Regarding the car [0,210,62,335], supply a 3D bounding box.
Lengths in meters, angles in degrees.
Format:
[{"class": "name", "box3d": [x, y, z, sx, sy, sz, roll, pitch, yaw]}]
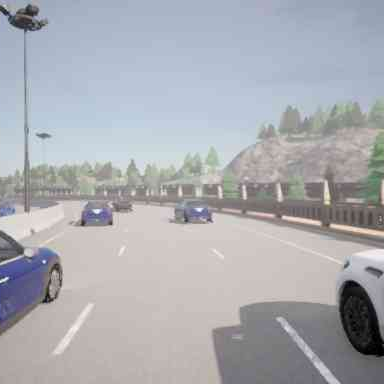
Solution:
[{"class": "car", "box3d": [-3.771, 1.362, 5.362, 2.097, 1.767, 4.553, 0, 0, -3]}]

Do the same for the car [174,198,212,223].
[{"class": "car", "box3d": [-0.015, 1.320, 25.604, 2.097, 1.767, 4.553, 0, 0, -14]}]

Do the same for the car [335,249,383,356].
[{"class": "car", "box3d": [3.402, 1.202, 2.912, 2.150, 2.045, 5.566, 0, 0, -2]}]

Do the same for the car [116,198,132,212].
[{"class": "car", "box3d": [-8.383, 1.498, 39.296, 2.128, 1.511, 4.902, 0, 0, -23]}]

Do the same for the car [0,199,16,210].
[{"class": "car", "box3d": [-14.371, 1.543, 24.501, 1.882, 1.535, 5.008, 0, 0, -17]}]

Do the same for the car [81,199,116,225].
[{"class": "car", "box3d": [-6.890, 1.367, 24.333, 2.097, 1.767, 4.553, 0, 0, -14]}]
